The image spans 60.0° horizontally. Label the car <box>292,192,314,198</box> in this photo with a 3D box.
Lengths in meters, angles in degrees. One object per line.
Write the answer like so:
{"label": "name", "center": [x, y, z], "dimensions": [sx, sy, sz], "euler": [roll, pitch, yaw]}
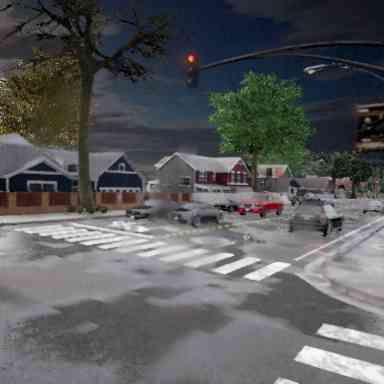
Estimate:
{"label": "car", "center": [16.233, 1.047, 48.381], "dimensions": [2.150, 2.045, 5.566], "euler": [3, 1, 36]}

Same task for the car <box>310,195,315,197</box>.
{"label": "car", "center": [17.984, 1.467, 45.303], "dimensions": [1.812, 1.442, 4.674], "euler": [3, 1, 36]}

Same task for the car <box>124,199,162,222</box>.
{"label": "car", "center": [-2.182, 1.201, 23.032], "dimensions": [2.033, 1.411, 5.357], "euler": [3, 1, 36]}

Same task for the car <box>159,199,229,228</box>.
{"label": "car", "center": [0.229, 1.345, 20.816], "dimensions": [1.994, 1.385, 4.181], "euler": [3, 1, 35]}

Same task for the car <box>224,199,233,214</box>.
{"label": "car", "center": [3.692, 1.298, 31.164], "dimensions": [1.895, 1.301, 4.718], "euler": [3, 1, 36]}

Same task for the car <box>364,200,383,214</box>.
{"label": "car", "center": [21.054, 1.707, 38.218], "dimensions": [1.812, 1.442, 4.674], "euler": [3, 1, 36]}

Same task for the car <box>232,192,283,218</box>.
{"label": "car", "center": [6.079, 1.041, 28.901], "dimensions": [2.150, 2.045, 5.566], "euler": [3, 2, 37]}

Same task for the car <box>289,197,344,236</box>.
{"label": "car", "center": [7.305, 1.409, 19.233], "dimensions": [2.097, 1.767, 4.553], "euler": [3, 1, 36]}
